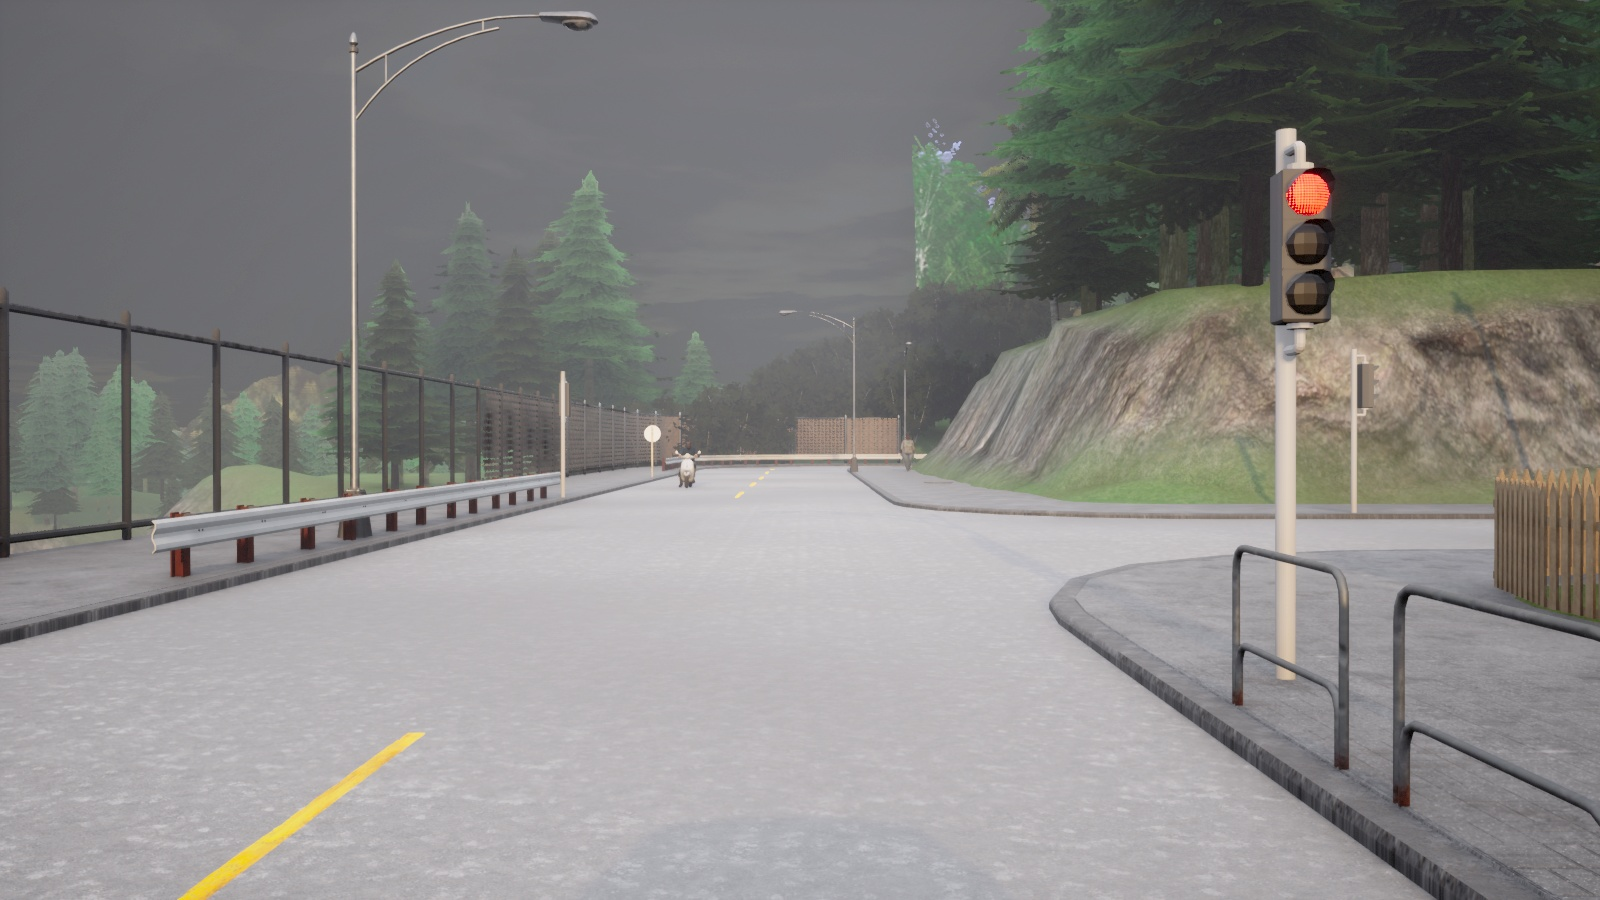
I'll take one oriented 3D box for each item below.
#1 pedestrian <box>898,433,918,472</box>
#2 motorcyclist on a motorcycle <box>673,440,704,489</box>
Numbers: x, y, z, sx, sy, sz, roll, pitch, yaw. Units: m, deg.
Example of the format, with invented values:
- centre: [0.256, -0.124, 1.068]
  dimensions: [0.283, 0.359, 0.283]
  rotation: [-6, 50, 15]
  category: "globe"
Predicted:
- centre: [5.159, 0.123, 59.878]
  dimensions: [0.874, 1.855, 0.900]
  rotation: [0, 0, -1]
  category: "pedestrian"
- centre: [-3.707, 0.461, 41.817]
  dimensions: [0.866, 1.590, 1.817]
  rotation: [0, 0, 0]
  category: "motorcyclist on a motorcycle"
